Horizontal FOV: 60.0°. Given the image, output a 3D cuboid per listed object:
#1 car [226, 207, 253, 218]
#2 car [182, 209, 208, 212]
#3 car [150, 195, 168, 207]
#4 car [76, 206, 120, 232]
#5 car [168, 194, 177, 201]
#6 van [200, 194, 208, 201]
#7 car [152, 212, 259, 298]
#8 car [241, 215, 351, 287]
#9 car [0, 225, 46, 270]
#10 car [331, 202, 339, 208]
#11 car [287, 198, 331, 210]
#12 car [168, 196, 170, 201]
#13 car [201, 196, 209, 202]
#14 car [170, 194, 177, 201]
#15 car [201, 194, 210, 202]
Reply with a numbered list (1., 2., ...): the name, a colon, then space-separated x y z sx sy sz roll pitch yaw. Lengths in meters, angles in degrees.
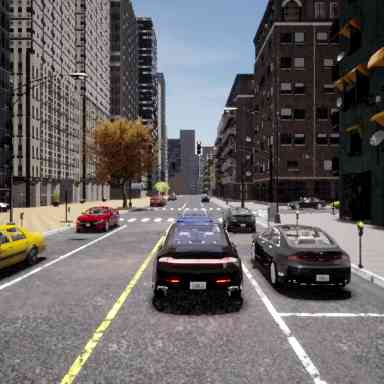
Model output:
1. car: 2.778 1.555 20.161 2.008 1.369 4.403 0 0 0
2. car: 0.159 1.605 18.613 1.895 1.301 4.718 0 0 1
3. car: -5.457 1.349 52.586 2.192 1.841 5.009 0 0 0
4. car: -5.602 1.549 20.198 1.887 1.381 4.507 0 0 0
5. car: -5.284 1.410 91.246 2.192 1.841 5.009 0 0 0
6. van: 3.072 1.425 85.686 1.690 1.788 3.998 0 0 0
7. car: 0.126 1.492 8.496 2.128 1.511 4.902 0 0 0
8. car: 2.728 1.552 9.095 2.008 1.369 4.403 0 0 0
9. car: -5.653 1.526 8.963 1.752 1.417 4.829 0 0 0
10. car: 18.999 1.259 39.548 4.829 1.417 1.752 -1 1 0
11. car: 13.602 1.359 39.518 4.403 1.369 2.008 -1 1 0
12. car: -5.432 1.607 58.109 1.947 1.339 4.313 0 0 0
13. car: 3.049 1.599 80.332 1.752 1.417 4.829 0 0 0
14. car: -5.308 1.649 85.724 1.947 1.339 4.313 0 0 0
15. car: 3.023 1.630 74.639 1.947 1.339 4.313 0 0 0
